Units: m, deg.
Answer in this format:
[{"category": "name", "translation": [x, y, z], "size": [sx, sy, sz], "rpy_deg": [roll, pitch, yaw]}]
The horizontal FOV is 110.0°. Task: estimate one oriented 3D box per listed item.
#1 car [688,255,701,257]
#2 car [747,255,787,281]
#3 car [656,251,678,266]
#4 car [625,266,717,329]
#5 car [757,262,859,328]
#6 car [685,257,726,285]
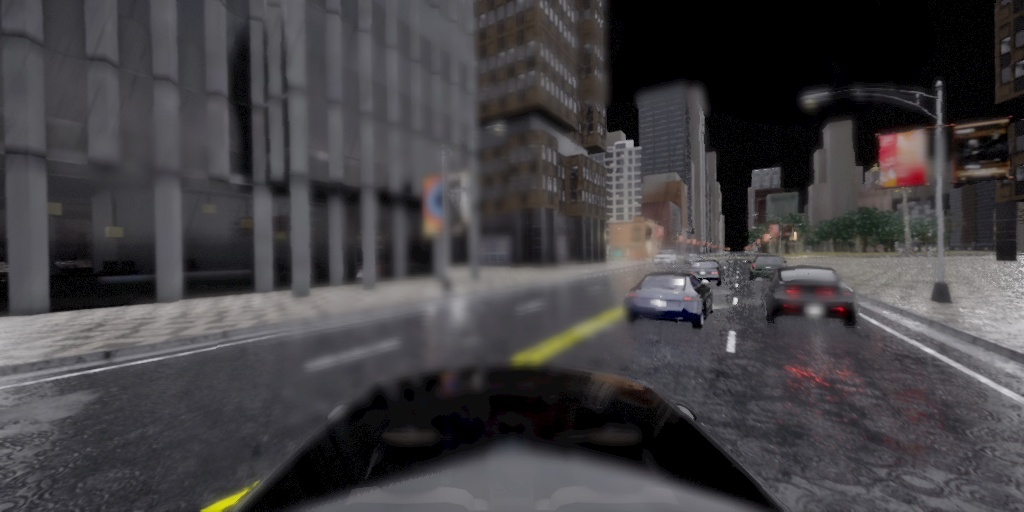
[{"category": "car", "translation": [24.187, 0.554, 47.614], "size": [2.128, 1.511, 4.902], "rpy_deg": [-1, 0, 33]}, {"category": "car", "translation": [16.722, 0.690, 23.494], "size": [2.097, 1.767, 4.553], "rpy_deg": [-1, 0, 33]}, {"category": "car", "translation": [21.321, 0.319, 49.161], "size": [2.150, 2.045, 5.566], "rpy_deg": [-1, 0, 33]}, {"category": "car", "translation": [4.895, 1.174, 10.952], "size": [1.994, 1.385, 4.181], "rpy_deg": [-1, 0, 33]}, {"category": "car", "translation": [8.540, 1.058, 10.612], "size": [1.837, 1.490, 4.892], "rpy_deg": [-1, 0, 33]}, {"category": "car", "translation": [12.128, 0.968, 22.366], "size": [2.033, 1.411, 5.357], "rpy_deg": [-1, 0, 33]}]
